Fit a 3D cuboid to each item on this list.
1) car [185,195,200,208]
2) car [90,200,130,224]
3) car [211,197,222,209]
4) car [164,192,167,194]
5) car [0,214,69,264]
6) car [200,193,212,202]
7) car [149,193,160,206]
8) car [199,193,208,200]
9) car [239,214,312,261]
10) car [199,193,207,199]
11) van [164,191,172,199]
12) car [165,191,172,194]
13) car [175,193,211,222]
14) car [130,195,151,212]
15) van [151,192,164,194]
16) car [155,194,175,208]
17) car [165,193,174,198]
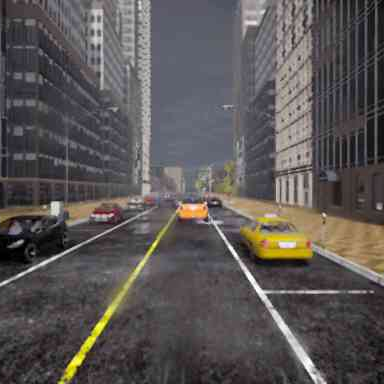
[{"bbox_3d":[0.062,1.198,42.009,1.812,1.442,4.674,0,1,0],"label":"car"},{"bbox_3d":[-5.714,1.407,22.872,1.802,1.307,4.206,0,0,0],"label":"car"},{"bbox_3d":[2.647,1.255,39.946,1.947,1.339,4.313,0,0,0],"label":"car"},{"bbox_3d":[-5.753,1.133,57.026,1.802,1.307,4.206,0,0,0],"label":"car"},{"bbox_3d":[-5.701,1.479,11.489,1.947,1.339,4.313,0,0,0],"label":"car"},{"bbox_3d":[2.622,0.943,62.711,1.967,1.590,4.097,0,0,0],"label":"car"},{"bbox_3d":[-5.740,1.188,45.641,1.887,1.381,4.507,0,0,0],"label":"car"},{"bbox_3d":[2.608,0.990,74.096,1.802,1.307,4.206,0,0,0],"label":"car"},{"bbox_3d":[2.680,1.437,11.655,1.752,1.417,4.829,0,0,0],"label":"car"},{"bbox_3d":[2.601,0.883,79.958,1.752,1.417,4.829,0,0,0],"label":"car"},{"bbox_3d":[-5.778,0.701,79.792,1.690,1.788,3.998,0,0,0],"label":"van"},{"bbox_3d":[-5.772,0.848,74.099,1.967,1.590,4.097,0,0,0],"label":"car"},{"bbox_3d":[0.071,1.160,24.775,2.097,1.767,4.553,0,0,0],"label":"car"},{"bbox_3d":[-5.727,1.286,34.257,2.008,1.369,4.403,0,0,0],"label":"car"},{"bbox_3d":[-5.746,0.938,51.332,1.690,1.788,3.998,0,0,0],"label":"van"},{"bbox_3d":[-3.081,1.241,41.499,1.994,1.385,4.181,0,0,0],"label":"car"},{"bbox_3d":[-5.786,0.877,85.486,1.947,1.339,4.313,0,0,0],"label":"car"}]
